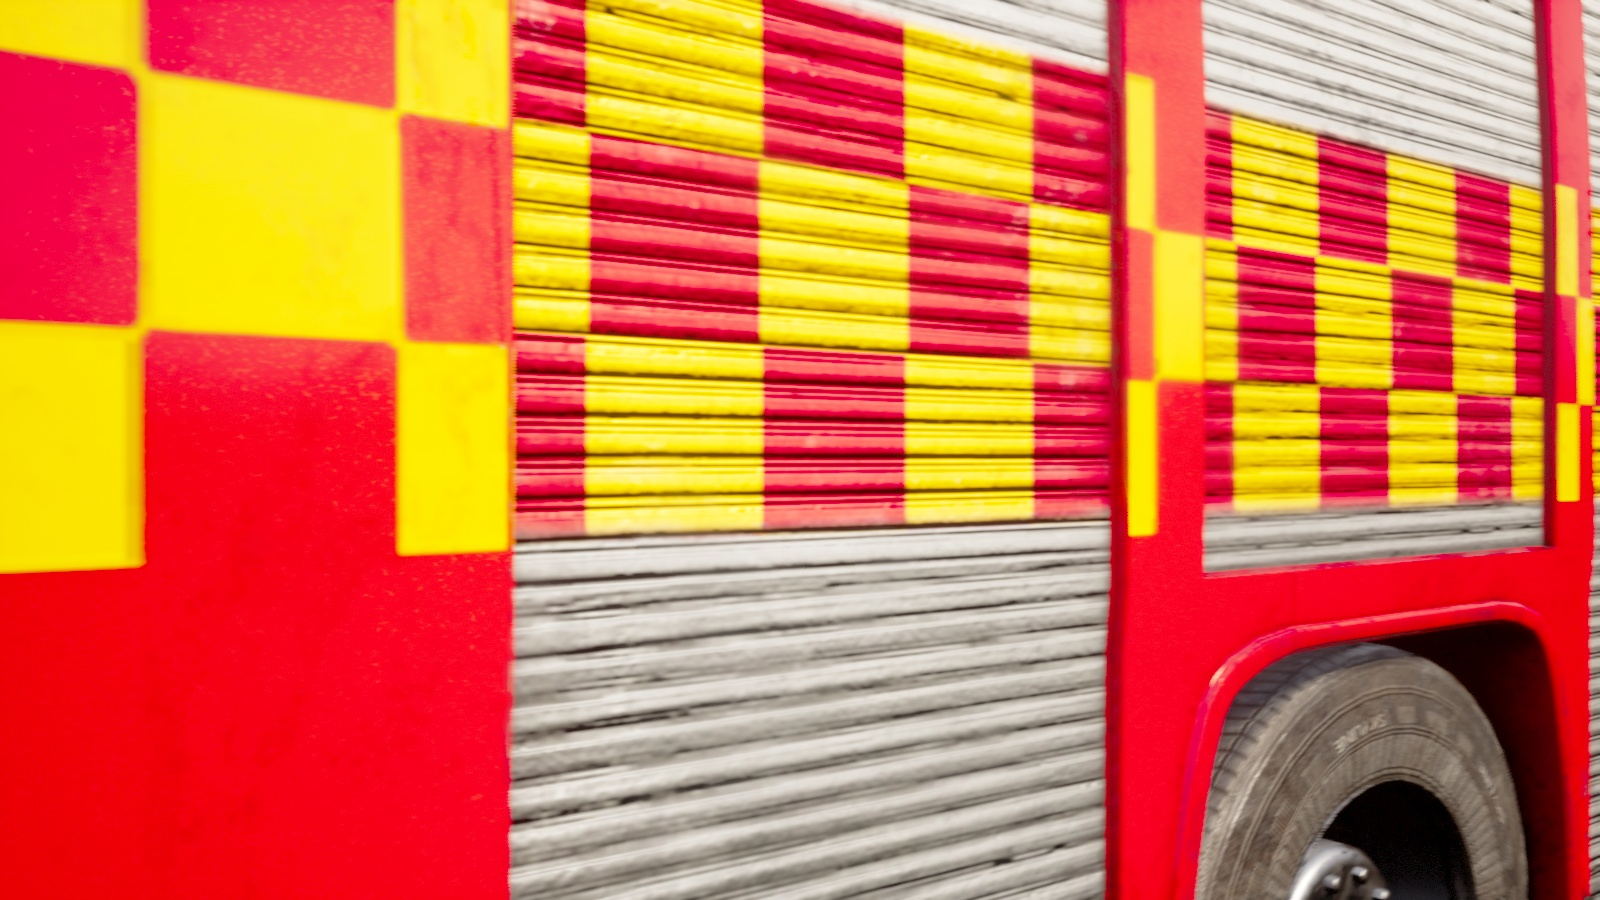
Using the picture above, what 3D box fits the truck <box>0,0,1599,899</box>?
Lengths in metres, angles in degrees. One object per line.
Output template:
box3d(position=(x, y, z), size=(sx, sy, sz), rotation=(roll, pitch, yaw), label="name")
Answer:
box3d(position=(-2.076, -0.414, 1.731), size=(8.468, 3.827, 2.891), rotation=(0, 0, -35), label="truck")
